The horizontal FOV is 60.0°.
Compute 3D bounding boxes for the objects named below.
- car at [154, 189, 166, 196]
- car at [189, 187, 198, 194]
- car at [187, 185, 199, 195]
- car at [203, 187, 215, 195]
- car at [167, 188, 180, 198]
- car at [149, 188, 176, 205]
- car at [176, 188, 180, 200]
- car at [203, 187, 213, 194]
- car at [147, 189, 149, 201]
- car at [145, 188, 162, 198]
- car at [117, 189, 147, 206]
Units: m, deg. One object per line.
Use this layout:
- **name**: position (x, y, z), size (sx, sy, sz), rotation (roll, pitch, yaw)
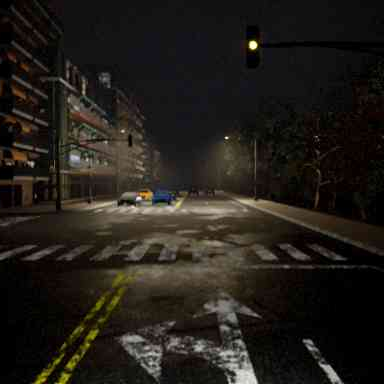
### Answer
- **car**: position (-6.224, 0.017, 65.027), size (1.895, 1.301, 4.718), rotation (0, 1, 0)
- **car**: position (0.327, -0.404, 76.496), size (2.128, 1.511, 4.902), rotation (0, 1, 0)
- **car**: position (0.281, -0.390, 66.105), size (2.150, 2.045, 5.566), rotation (0, 1, 0)
- **car**: position (3.531, -0.107, 66.066), size (1.837, 1.490, 4.892), rotation (0, 1, 0)
- **car**: position (-3.014, 0.139, 55.891), size (1.837, 1.490, 4.892), rotation (0, 1, 0)
- **car**: position (-3.186, 0.584, 36.354), size (1.882, 1.535, 5.008), rotation (0, 1, 1)
- **car**: position (-3.098, 0.368, 45.832), size (2.128, 1.511, 4.902), rotation (0, 1, 1)
- **car**: position (3.576, -0.390, 76.482), size (2.033, 1.411, 5.357), rotation (0, 1, 0)
- **car**: position (-6.362, 0.386, 44.566), size (1.882, 1.535, 5.008), rotation (0, 1, 1)
- **car**: position (-6.270, 0.155, 54.703), size (2.128, 1.511, 4.902), rotation (0, 1, 0)
- **car**: position (-6.444, 0.690, 34.917), size (2.033, 1.411, 5.357), rotation (0, 1, 0)
